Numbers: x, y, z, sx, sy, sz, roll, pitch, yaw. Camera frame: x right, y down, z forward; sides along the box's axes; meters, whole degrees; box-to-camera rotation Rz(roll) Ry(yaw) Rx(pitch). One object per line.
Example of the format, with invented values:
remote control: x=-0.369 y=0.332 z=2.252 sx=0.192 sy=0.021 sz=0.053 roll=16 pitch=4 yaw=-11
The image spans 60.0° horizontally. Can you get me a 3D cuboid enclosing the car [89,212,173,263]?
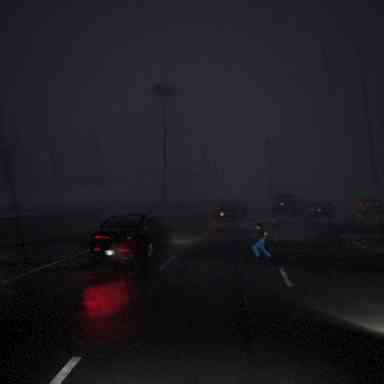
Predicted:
car: x=-1.991 y=1.506 z=12.143 sx=1.837 sy=1.490 sz=4.892 roll=0 pitch=0 yaw=10

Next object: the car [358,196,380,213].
car: x=19.618 y=1.352 z=36.926 sx=2.097 sy=1.767 sz=4.553 roll=0 pitch=0 yaw=28

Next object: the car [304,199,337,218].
car: x=11.775 y=1.547 z=29.833 sx=2.033 sy=1.411 sz=5.357 roll=0 pitch=0 yaw=28

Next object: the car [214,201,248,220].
car: x=3.405 y=1.504 z=28.576 sx=1.837 sy=1.490 sz=4.892 roll=0 pitch=0 yaw=25

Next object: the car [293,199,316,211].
car: x=14.011 y=1.564 z=41.270 sx=1.994 sy=1.385 sz=4.181 roll=0 pitch=0 yaw=28

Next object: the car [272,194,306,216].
car: x=9.556 y=1.221 z=33.035 sx=2.150 sy=2.045 sz=5.566 roll=0 pitch=0 yaw=28

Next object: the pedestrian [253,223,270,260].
pedestrian: x=2.291 y=1.574 z=10.943 sx=0.375 sy=1.300 sz=0.375 roll=0 pitch=0 yaw=11
